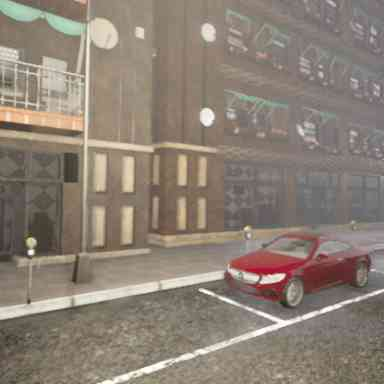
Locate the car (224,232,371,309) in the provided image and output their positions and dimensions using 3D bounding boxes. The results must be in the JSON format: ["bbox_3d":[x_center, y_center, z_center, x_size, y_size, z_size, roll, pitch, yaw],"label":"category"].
[{"bbox_3d":[2.692,1.651,7.985,4.206,1.307,1.802,1,0,-36],"label":"car"}]
